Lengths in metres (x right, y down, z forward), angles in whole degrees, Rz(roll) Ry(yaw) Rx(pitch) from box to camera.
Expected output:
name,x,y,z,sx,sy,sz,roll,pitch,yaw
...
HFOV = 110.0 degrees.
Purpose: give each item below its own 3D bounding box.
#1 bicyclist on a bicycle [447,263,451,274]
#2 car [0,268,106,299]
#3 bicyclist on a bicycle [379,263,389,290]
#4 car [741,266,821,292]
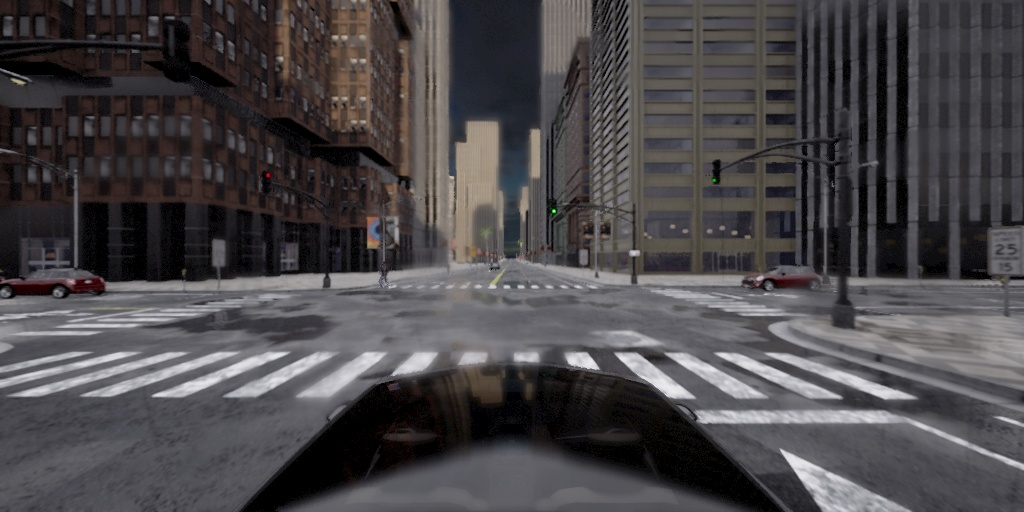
name,x,y,z,sx,sy,sz,roll,pitch,yaw
bicyclist on a bicycle,-8.749,1.776,49.475,0.582,1.620,1.656,0,0,0
car,-24.730,1.415,19.300,4.097,1.591,1.967,0,0,0
bicyclist on a bicycle,-8.750,1.388,24.427,0.659,1.776,1.843,0,-1,0
car,16.680,1.348,22.428,4.097,1.591,1.967,0,0,0
